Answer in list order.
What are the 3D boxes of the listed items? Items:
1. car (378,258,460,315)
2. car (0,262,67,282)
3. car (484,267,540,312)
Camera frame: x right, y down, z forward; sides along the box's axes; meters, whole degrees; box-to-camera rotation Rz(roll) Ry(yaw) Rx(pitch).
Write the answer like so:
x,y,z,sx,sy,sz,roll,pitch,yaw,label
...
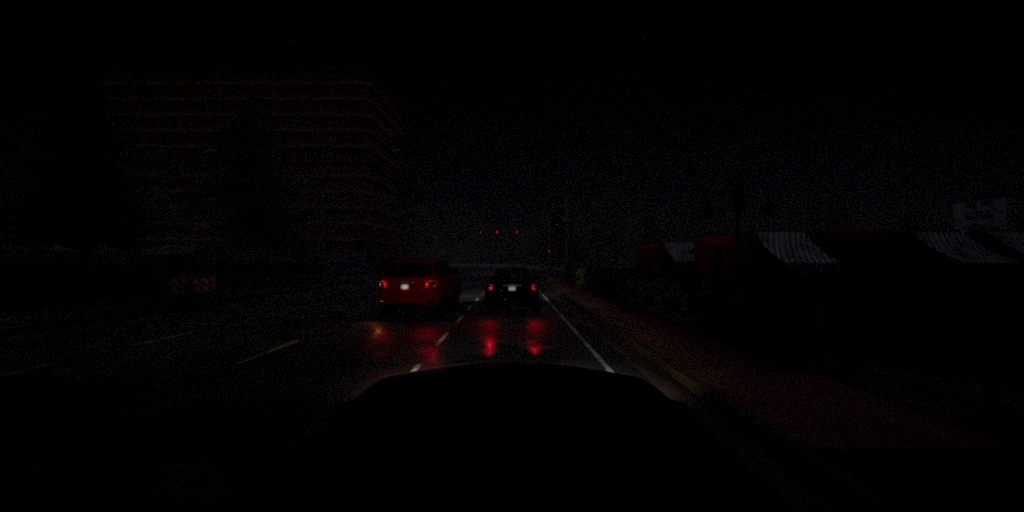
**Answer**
x,y,z,sx,sy,sz,roll,pitch,yaw,label
-3.493,1.113,14.396,2.150,2.045,5.566,0,0,0,car
-51.322,1.708,38.277,4.892,1.490,1.837,0,-1,1,car
0.016,1.249,15.260,2.097,1.767,4.553,0,-1,0,car
